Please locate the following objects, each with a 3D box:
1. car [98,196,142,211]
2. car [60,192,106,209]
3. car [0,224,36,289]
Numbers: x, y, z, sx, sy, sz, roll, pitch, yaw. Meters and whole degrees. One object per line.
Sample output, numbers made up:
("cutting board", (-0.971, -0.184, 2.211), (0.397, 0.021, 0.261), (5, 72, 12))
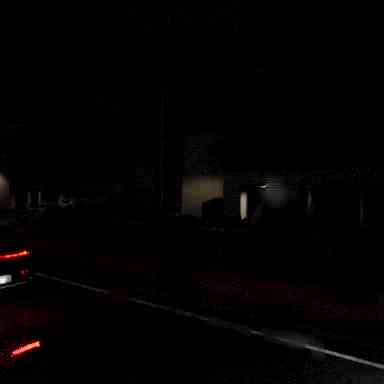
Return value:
("car", (-7.949, 1.469, 38.165), (1.895, 1.301, 4.718), (0, 0, 35))
("car", (-12.217, 1.074, 38.202), (2.150, 2.045, 5.566), (0, 0, 35))
("car", (-5.628, 1.463, 8.006), (4.892, 1.490, 1.837), (0, 0, 37))
